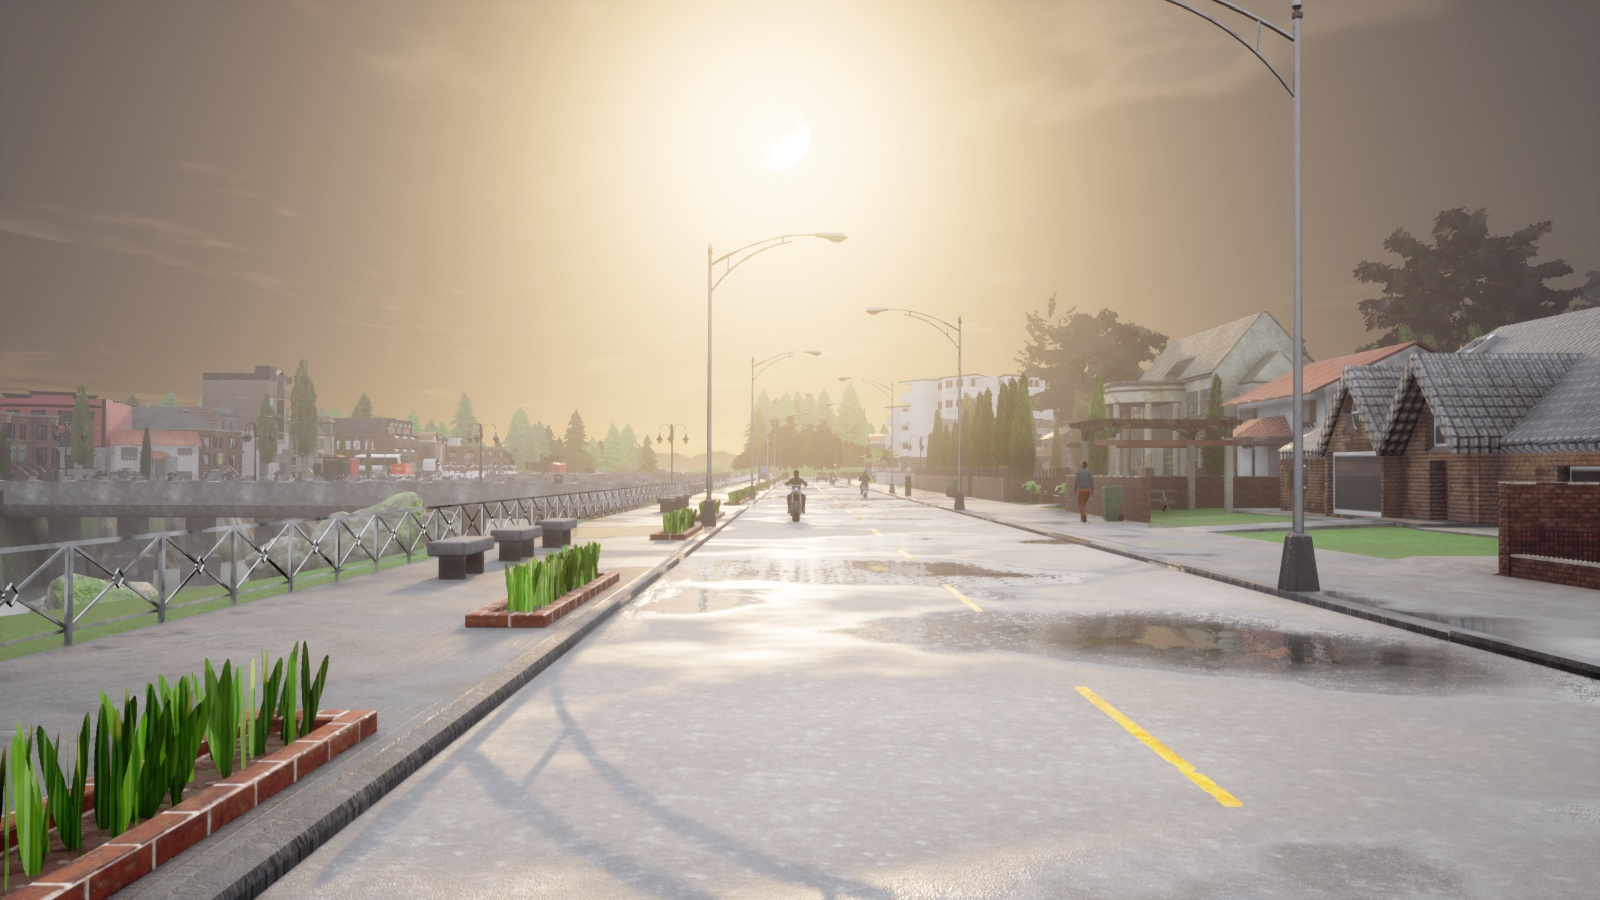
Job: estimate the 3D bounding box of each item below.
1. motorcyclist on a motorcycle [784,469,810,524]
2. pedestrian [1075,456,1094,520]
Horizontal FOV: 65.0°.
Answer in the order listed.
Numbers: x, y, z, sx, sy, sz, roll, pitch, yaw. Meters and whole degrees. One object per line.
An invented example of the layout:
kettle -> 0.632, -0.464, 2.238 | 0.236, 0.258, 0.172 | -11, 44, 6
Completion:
motorcyclist on a motorcycle -> -0.104, 1.416, 38.785 | 0.766, 1.649, 2.350 | 0, -1, 0
pedestrian -> 8.227, 1.101, 36.325 | 0.353, 1.847, 0.614 | 0, -1, -2
